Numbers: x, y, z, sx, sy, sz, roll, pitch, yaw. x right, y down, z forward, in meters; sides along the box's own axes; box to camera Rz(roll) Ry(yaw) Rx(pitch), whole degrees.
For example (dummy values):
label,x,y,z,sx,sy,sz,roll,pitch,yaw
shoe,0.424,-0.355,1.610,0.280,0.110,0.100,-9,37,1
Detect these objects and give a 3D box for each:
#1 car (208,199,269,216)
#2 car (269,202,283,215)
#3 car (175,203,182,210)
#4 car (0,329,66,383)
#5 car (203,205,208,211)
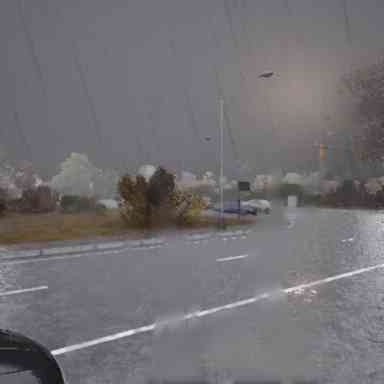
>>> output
label,x,y,z,sx,sy,sz,roll,pitch,yaw
car,4.376,1.527,32.212,2.033,1.411,5.357,0,0,-39
car,7.161,1.501,34.365,1.812,1.442,4.674,0,0,-39
car,-1.683,1.486,39.762,1.837,1.490,4.892,0,0,-39
car,-3.124,1.489,1.512,4.902,1.511,2.128,0,0,-36
car,1.554,1.328,41.324,2.097,1.767,4.553,0,0,-39
